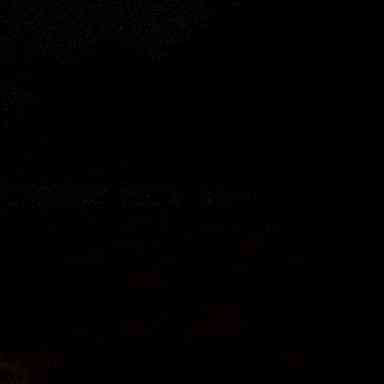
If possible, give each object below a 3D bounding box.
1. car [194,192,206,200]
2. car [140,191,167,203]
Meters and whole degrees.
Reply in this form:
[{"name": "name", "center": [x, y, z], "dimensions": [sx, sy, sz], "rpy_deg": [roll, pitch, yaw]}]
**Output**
[{"name": "car", "center": [1.172, 0.781, 70.680], "dimensions": [2.097, 1.767, 4.553], "rpy_deg": [3, 2, 30]}, {"name": "car", "center": [-6.645, 0.801, 57.918], "dimensions": [2.150, 2.045, 5.566], "rpy_deg": [4, 2, 32]}]
